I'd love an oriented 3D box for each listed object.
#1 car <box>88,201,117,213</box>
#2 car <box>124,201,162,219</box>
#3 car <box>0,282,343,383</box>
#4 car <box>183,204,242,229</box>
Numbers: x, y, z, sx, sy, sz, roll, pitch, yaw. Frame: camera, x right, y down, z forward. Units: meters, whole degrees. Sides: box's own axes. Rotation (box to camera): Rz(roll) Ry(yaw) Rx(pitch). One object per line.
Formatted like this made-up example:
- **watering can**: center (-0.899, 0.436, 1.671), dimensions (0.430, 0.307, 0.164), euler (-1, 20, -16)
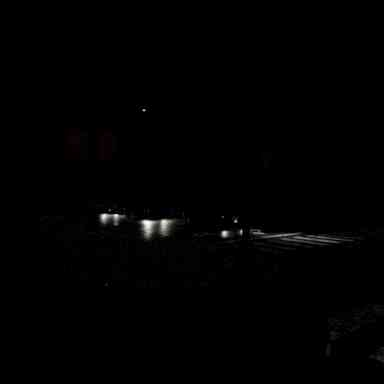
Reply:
- **car**: center (-10.451, 1.741, 38.888), dimensions (1.895, 1.301, 4.718), euler (0, 0, -36)
- **car**: center (-4.550, 1.579, 30.652), dimensions (1.882, 1.535, 5.008), euler (0, 0, -35)
- **car**: center (-1.040, 1.548, 2.428), dimensions (5.357, 1.411, 2.033), euler (0, 0, -37)
- **car**: center (1.272, 1.554, 22.542), dimensions (2.128, 1.511, 4.902), euler (0, 0, -36)
